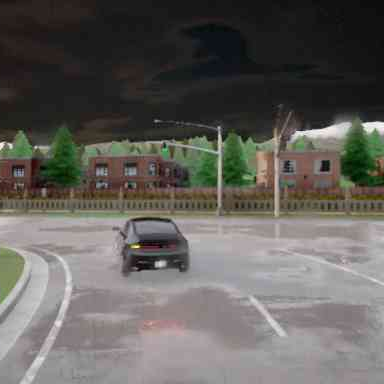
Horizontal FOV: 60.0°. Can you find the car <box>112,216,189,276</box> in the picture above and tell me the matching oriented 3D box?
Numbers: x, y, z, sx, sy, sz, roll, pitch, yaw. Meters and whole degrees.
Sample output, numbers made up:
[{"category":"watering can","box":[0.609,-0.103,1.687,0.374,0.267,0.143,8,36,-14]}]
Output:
[{"category":"car","box":[-1.424,1.543,10.658,1.837,1.490,4.892,1,0,-15]}]
